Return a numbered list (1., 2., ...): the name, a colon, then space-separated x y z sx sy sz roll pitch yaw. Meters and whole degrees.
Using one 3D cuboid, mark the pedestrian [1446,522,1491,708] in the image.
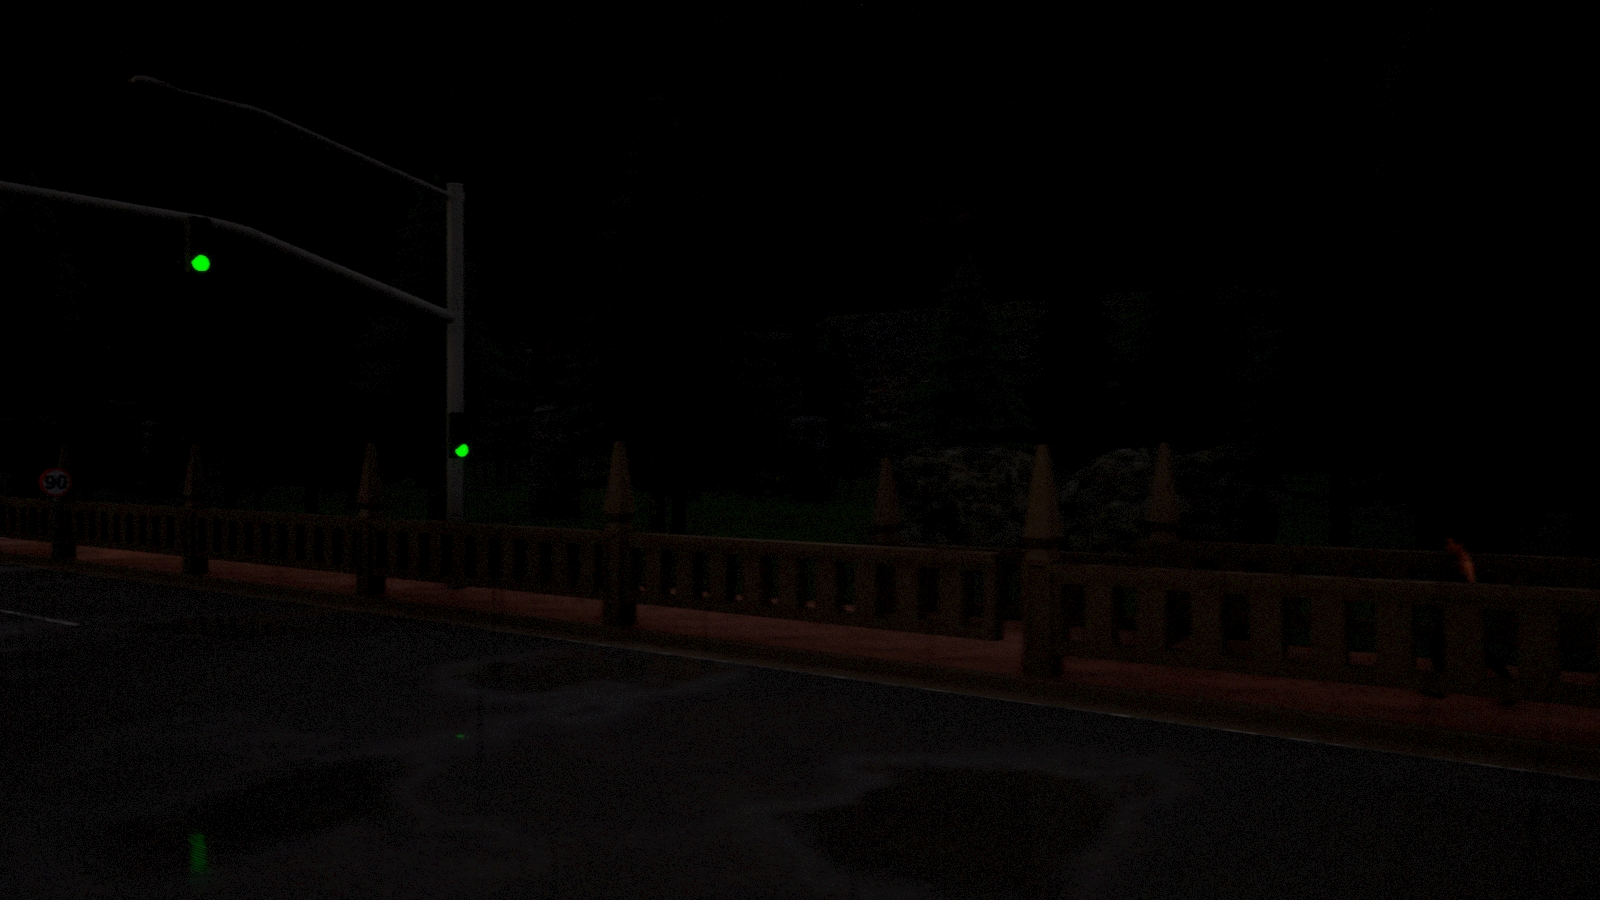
1. pedestrian: 6.958 1.694 11.893 0.375 1.860 0.375 0 0 35
